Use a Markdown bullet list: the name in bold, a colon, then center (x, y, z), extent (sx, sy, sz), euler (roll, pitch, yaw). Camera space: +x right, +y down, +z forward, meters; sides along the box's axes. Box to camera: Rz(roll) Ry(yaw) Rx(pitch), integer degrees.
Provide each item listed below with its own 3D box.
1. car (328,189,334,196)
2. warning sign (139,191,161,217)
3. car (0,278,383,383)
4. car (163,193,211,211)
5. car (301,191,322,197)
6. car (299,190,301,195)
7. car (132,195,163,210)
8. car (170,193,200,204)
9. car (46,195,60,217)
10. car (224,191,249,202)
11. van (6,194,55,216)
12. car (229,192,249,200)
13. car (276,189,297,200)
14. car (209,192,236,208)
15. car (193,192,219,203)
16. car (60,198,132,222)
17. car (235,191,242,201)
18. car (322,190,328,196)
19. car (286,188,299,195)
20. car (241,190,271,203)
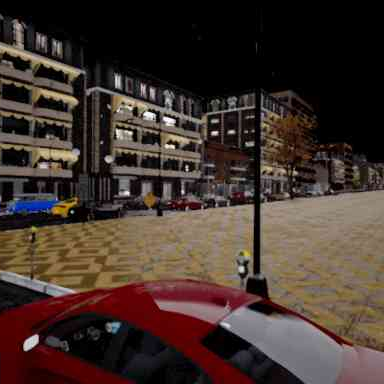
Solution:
- **car**: center (34.513, 0.078, 83.255), extent (1.967, 1.590, 4.097), euler (2, 2, 35)
- **warning sign**: center (-3.146, 0.851, 24.864), extent (1.300, 1.860, 1.060), euler (-1, 0, 35)
- **car**: center (-0.382, 1.544, 3.139), extent (4.507, 1.381, 1.887), euler (0, 0, 36)
- **car**: center (-0.414, 1.132, 32.931), extent (1.887, 1.381, 4.507), euler (2, 2, 35)
- **car**: center (24.988, 0.445, 69.534), extent (2.008, 1.369, 4.403), euler (2, 2, 35)
- **car**: center (27.628, 0.114, 88.036), extent (1.887, 1.381, 4.507), euler (2, 2, 35)
- **car**: center (-5.119, 1.085, 36.319), extent (2.033, 1.411, 5.357), euler (1, 1, 35)
- **car**: center (-0.948, 0.909, 46.860), extent (1.947, 1.339, 4.313), euler (2, 2, 35)
- **car**: center (-8.381, 1.203, 26.094), extent (1.882, 1.535, 5.008), euler (1, 1, 35)
- **car**: center (7.294, 0.678, 54.049), extent (1.882, 1.535, 5.008), euler (1, 1, 35)
- **van**: center (-13.646, 1.035, 28.554), extent (1.690, 1.788, 3.998), euler (2, 2, 35)
- **car**: center (8.577, 0.649, 60.586), extent (1.947, 1.339, 4.313), euler (2, 2, 35)
- **car**: center (15.559, 0.675, 55.947), extent (1.752, 1.417, 4.829), euler (2, 2, 35)
- **car**: center (2.761, 1.050, 37.506), extent (2.008, 1.369, 4.403), euler (2, 2, 35)
- **car**: center (2.227, 0.807, 51.435), extent (2.008, 1.369, 4.403), euler (2, 2, 35)
- **car**: center (-6.763, 1.329, 23.782), extent (1.947, 1.339, 4.313), euler (2, 2, 35)
- **car**: center (7.939, 0.627, 49.609), extent (2.097, 1.767, 4.553), euler (1, 1, 35)
- **car**: center (28.162, 0.360, 74.107), extent (2.008, 1.369, 4.403), euler (2, 2, 35)
- **car**: center (24.455, -0.030, 83.454), extent (2.192, 1.841, 5.009), euler (2, 2, 35)
- **car**: center (9.112, 0.876, 46.657), extent (2.008, 1.369, 4.403), euler (2, 2, 35)
